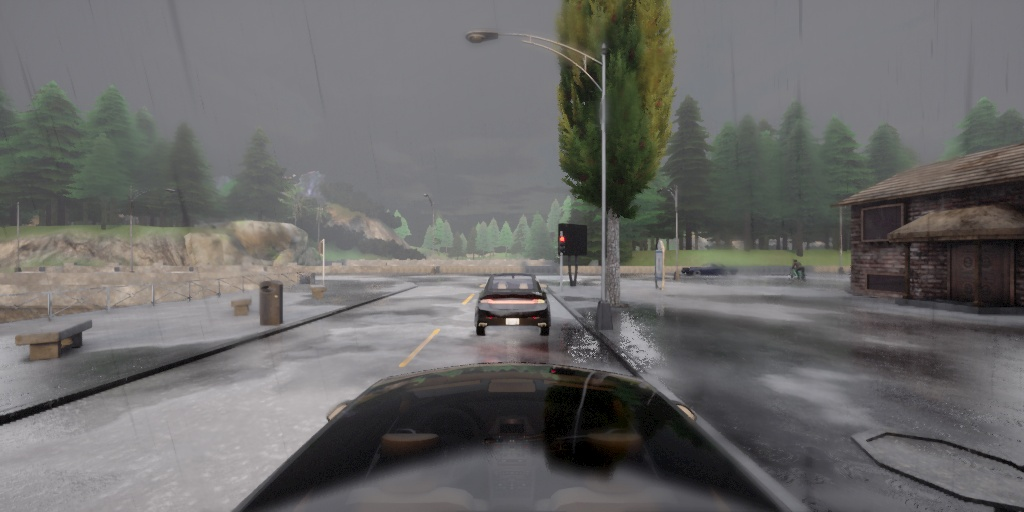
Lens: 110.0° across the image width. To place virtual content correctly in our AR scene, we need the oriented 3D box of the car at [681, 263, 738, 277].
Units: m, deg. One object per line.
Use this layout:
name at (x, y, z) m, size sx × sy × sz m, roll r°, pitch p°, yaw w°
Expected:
car at (19.020, 1.351, 34.733) m, size 4.718 × 1.301 × 1.895 m, roll 0°, pitch 0°, yaw 0°

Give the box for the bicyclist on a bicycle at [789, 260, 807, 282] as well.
bicyclist on a bicycle at (20.957, 1.094, 26.330) m, size 0.582 × 1.620 × 1.656 m, roll -1°, pitch 0°, yaw 0°

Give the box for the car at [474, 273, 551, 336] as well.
car at (0.031, 1.241, 10.386) m, size 2.128 × 1.511 × 4.902 m, roll 0°, pitch 0°, yaw 0°
